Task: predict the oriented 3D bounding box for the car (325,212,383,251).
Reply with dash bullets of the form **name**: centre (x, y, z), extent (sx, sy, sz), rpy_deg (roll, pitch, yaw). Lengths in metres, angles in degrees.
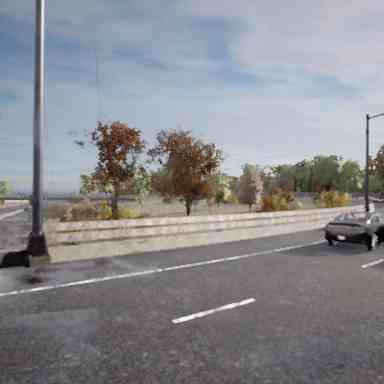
- **car**: centre (7.725, 1.635, 14.957), extent (4.902, 1.511, 2.128), rpy_deg (1, 0, -44)
